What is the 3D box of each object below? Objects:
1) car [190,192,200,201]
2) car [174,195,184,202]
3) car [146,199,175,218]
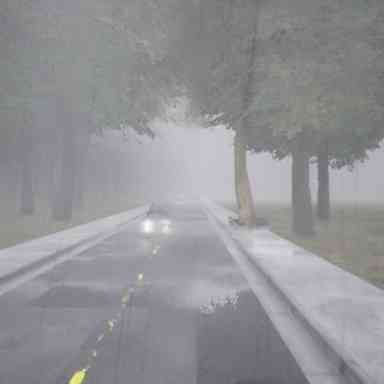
[{"bbox_3d":[1.013,1.306,79.341,1.812,1.442,4.674,0,0,0],"label":"car"},{"bbox_3d":[-2.705,1.351,70.607,1.994,1.385,4.181,0,0,0],"label":"car"},{"bbox_3d":[-2.829,1.520,29.172,1.895,1.301,4.718,0,0,0],"label":"car"}]
